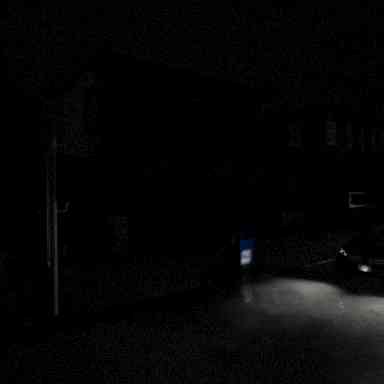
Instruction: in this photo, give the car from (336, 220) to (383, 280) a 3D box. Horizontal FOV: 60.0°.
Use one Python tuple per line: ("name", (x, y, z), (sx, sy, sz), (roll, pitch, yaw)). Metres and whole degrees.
("car", (5.798, 1.460, 9.014), (4.674, 1.442, 1.812), (-1, 0, -37))
